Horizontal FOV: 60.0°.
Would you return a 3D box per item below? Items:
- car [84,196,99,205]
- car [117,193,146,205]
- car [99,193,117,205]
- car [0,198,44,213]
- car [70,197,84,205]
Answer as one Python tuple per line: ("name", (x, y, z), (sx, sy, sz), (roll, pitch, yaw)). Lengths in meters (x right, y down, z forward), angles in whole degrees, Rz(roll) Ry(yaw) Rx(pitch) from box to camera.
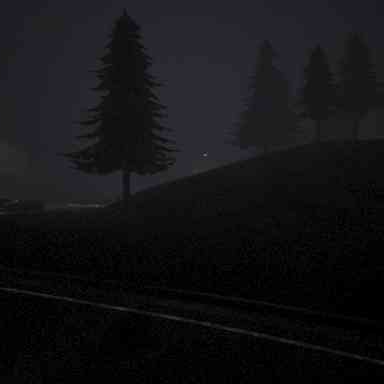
("car", (-16.638, 1.526, 59.815), (1.812, 1.442, 4.674), (0, 0, 22))
("car", (-10.023, 1.212, 57.494), (2.150, 2.045, 5.566), (0, 0, 22))
("car", (-13.291, 1.215, 58.750), (2.150, 2.045, 5.566), (0, 0, 22))
("car", (-18.564, 1.491, 36.436), (2.128, 1.511, 4.902), (0, 0, 22))
("car", (-19.905, 1.548, 61.073), (2.033, 1.411, 5.357), (0, 0, 22))
